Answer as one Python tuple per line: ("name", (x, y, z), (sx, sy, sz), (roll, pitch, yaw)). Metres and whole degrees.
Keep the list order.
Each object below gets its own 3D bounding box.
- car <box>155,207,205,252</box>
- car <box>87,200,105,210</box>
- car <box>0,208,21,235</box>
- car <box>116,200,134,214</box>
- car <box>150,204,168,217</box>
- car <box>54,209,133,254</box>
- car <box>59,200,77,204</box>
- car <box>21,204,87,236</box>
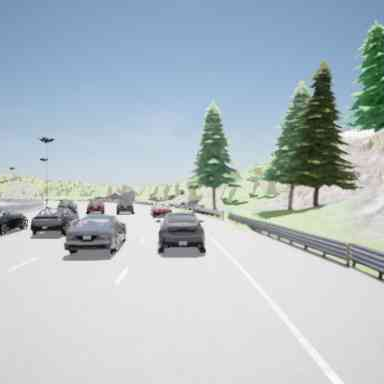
("car", (-0.526, 1.644, 14.543), (1.837, 1.490, 4.892), (0, 0, -5))
("car", (-12.048, 1.782, 41.782), (2.097, 1.767, 4.553), (0, -1, -14))
("car", (-11.596, 1.719, 20.027), (2.128, 1.511, 4.902), (0, 0, -7))
("car", (-8.441, 1.769, 41.746), (2.097, 1.767, 4.553), (0, -1, -13))
("car", (-3.400, 1.942, 35.359), (1.895, 1.301, 4.718), (0, -1, -11))
("car", (-3.946, 1.695, 14.318), (2.033, 1.411, 5.357), (0, -1, -5))
("car", (-15.659, 1.794, 41.808), (2.097, 1.767, 4.553), (0, -1, -14))
("car", (-8.071, 1.706, 20.015), (2.128, 1.511, 4.902), (0, 0, -7))
